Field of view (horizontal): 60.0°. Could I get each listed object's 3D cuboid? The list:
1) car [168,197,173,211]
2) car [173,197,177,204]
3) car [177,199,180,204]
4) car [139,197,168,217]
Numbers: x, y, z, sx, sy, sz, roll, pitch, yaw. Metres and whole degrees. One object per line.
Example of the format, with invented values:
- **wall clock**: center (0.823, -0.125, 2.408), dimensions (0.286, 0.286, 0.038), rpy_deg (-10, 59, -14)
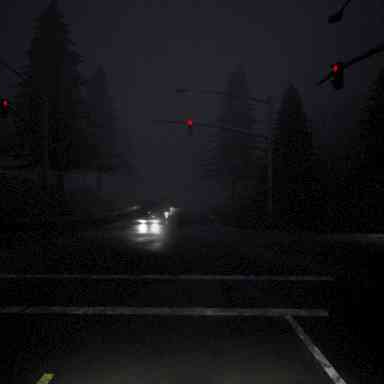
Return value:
- **car**: center (-3.663, 1.478, 40.235), dimensions (1.882, 1.535, 5.008), rpy_deg (0, 0, 0)
- **car**: center (-3.955, 1.491, 50.385), dimensions (2.128, 1.511, 4.902), rpy_deg (0, 0, -7)
- **car**: center (-4.122, 1.564, 61.576), dimensions (1.994, 1.385, 4.181), rpy_deg (0, 0, -39)
- **car**: center (-3.664, 1.491, 30.732), dimensions (2.128, 1.511, 4.902), rpy_deg (0, 0, 0)
